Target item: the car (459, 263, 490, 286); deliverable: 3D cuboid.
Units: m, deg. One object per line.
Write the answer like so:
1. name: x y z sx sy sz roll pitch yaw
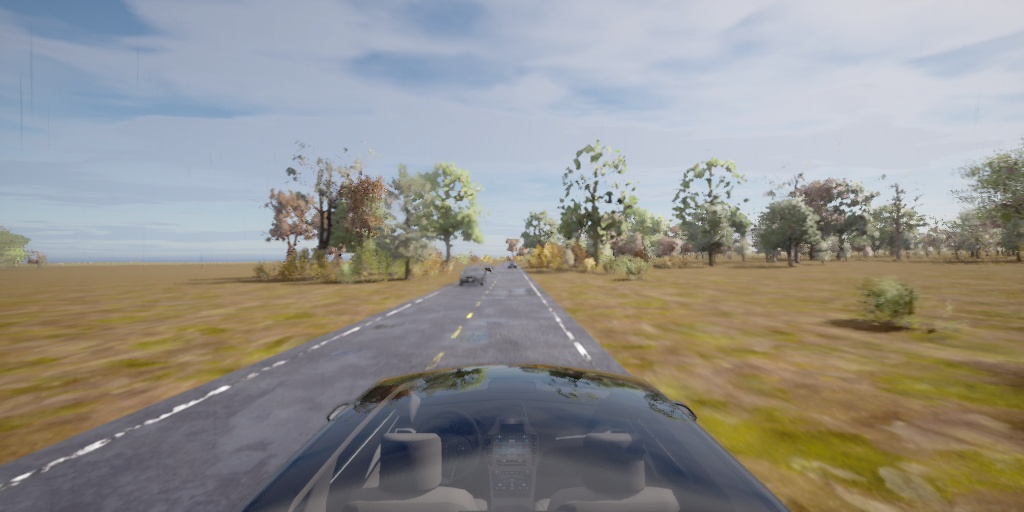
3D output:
1. car: -2.986 1.506 28.224 1.837 1.490 4.892 0 -1 0

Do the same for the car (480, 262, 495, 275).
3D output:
1. car: -2.978 1.350 40.149 1.895 1.301 4.718 0 0 0
